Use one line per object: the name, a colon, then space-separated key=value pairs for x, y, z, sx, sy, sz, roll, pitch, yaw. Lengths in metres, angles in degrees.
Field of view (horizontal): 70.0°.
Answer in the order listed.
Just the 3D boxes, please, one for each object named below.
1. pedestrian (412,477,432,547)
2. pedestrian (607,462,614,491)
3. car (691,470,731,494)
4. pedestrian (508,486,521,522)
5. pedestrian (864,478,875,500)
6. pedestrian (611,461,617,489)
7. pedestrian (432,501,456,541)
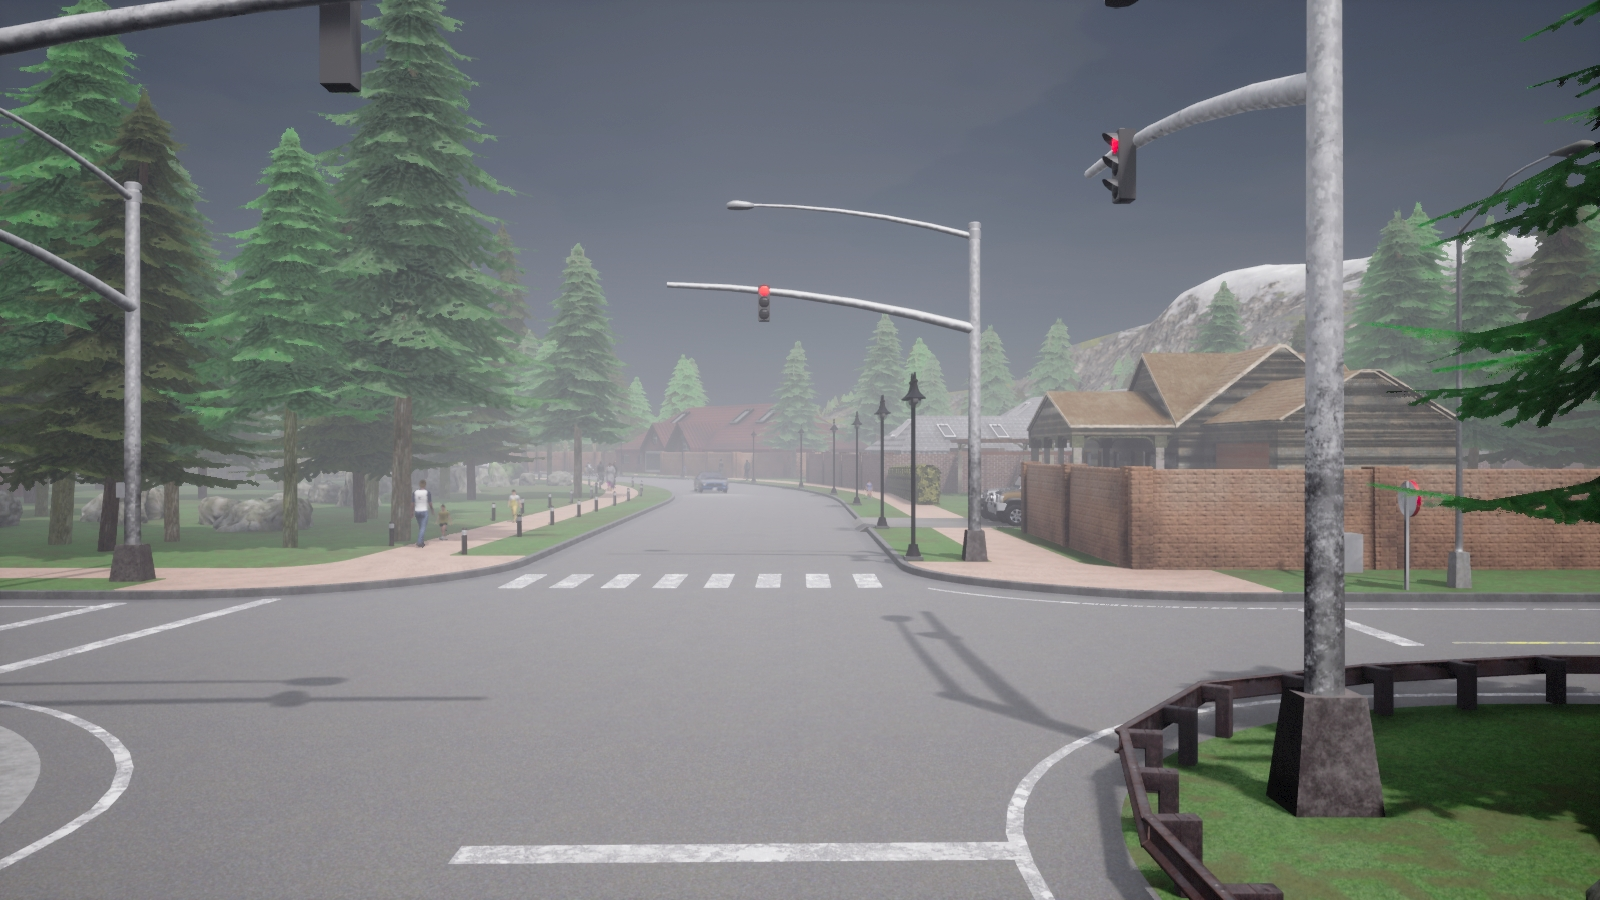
pedestrian: x=-10.151 y=1.664 z=30.698 sx=0.375 sy=1.860 sz=0.375 roll=0 pitch=0 yaw=10
pedestrian: x=-12.000 y=1.664 z=72.286 sx=0.375 sy=1.860 sz=0.375 roll=0 pitch=0 yaw=1
car: x=-5.834 y=2.072 z=74.441 sx=2.033 sy=1.411 sz=5.357 roll=0 pitch=0 yaw=-11
pedestrian: x=-10.256 y=1.943 z=41.065 sx=0.375 sy=1.300 sz=0.375 roll=0 pitch=0 yaw=3
pedestrian: x=3.659 y=2.046 z=60.121 sx=0.500 sy=1.100 sz=0.500 roll=0 pitch=0 yaw=-2
pedestrian: x=-12.435 y=1.661 z=76.396 sx=0.375 sy=1.860 sz=0.375 roll=0 pitch=0 yaw=-6
pedestrian: x=-10.280 y=2.042 z=32.984 sx=0.500 sy=1.100 sz=0.500 roll=0 pitch=0 yaw=5
